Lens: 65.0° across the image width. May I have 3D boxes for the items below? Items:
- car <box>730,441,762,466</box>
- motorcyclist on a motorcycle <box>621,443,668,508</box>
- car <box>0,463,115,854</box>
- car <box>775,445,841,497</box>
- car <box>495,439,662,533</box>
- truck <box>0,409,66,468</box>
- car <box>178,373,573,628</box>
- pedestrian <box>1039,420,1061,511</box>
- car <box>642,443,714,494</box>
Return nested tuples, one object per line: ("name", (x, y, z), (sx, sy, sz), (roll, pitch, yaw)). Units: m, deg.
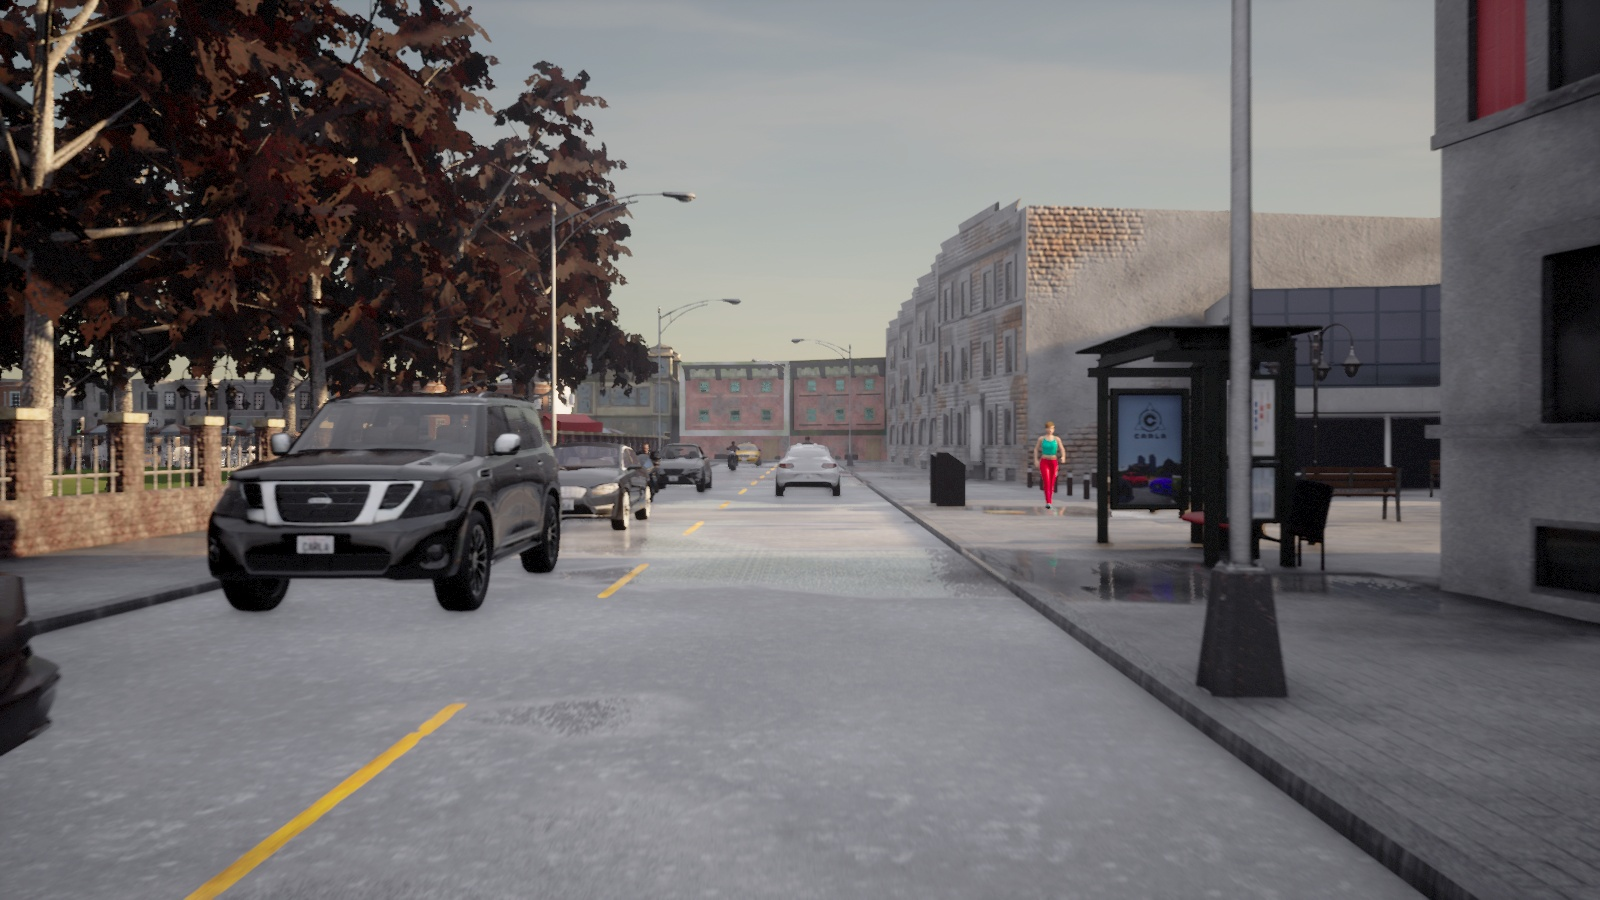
("car", (-3.480, 0.222, 81.822), (1.801, 1.575, 5.366), (0, 0, 1))
("motorcyclist on a motorcycle", (-3.802, 0.605, 30.826), (0.866, 1.530, 2.191), (0, 0, 0))
("car", (-3.962, 0.776, 2.656), (2.033, 1.411, 5.357), (0, 0, 1))
("car", (0.234, 0.564, 36.977), (1.812, 1.442, 4.674), (0, 0, 0))
("car", (-3.850, 0.571, 22.776), (2.128, 1.511, 4.902), (0, 0, 0))
("truck", (-48.818, -0.709, 76.986), (2.891, 3.462, 7.936), (0, 0, 0))
("car", (-3.912, 0.390, 12.875), (2.150, 2.045, 5.566), (0, 0, 0))
("pedestrian", (5.124, 0.315, 25.749), (0.345, 1.836, 0.594), (0, 0, 2))
("car", (-3.753, 0.535, 39.281), (1.816, 1.474, 4.193), (0, 1, 0))
